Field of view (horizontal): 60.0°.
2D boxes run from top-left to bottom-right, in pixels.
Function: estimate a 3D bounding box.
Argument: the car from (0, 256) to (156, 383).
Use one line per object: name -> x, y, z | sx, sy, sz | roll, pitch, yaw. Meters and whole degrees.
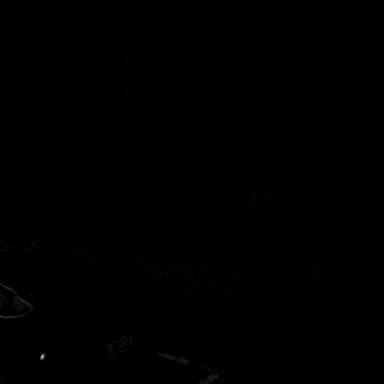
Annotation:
car -> -2.411, 1.569, 4.532 | 4.313, 1.339, 1.947 | 0, 0, 36
